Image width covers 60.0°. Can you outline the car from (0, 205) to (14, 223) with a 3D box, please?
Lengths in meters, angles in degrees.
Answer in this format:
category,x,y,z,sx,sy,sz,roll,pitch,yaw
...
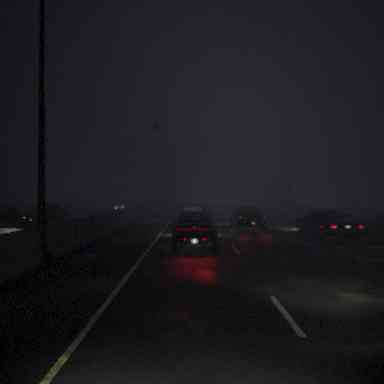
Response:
category,x,y,z,sx,sy,sz,roll,pitch,yaw
car,-14.105,1.657,24.184,1.812,1.442,4.674,0,-1,0

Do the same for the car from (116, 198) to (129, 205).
category,x,y,z,sx,sy,sz,roll,pitch,yaw
car,-14.023,1.956,67.088,1.895,1.301,4.718,0,0,0

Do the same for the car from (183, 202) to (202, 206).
category,x,y,z,sx,sy,sz,roll,pitch,yaw
car,0.089,1.713,34.103,1.812,1.442,4.674,0,0,0

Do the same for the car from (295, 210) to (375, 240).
category,x,y,z,sx,sy,sz,roll,pitch,yaw
car,7.094,1.645,17.640,2.033,1.411,5.357,0,0,0

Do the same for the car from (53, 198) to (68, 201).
category,x,y,z,sx,sy,sz,roll,pitch,yaw
car,-17.585,1.771,44.870,1.812,1.442,4.674,0,0,0

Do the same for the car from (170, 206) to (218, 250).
category,x,y,z,sx,sy,sz,roll,pitch,yaw
car,0.095,1.586,14.782,1.837,1.490,4.892,0,0,0

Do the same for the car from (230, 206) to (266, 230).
category,x,y,z,sx,sy,sz,roll,pitch,yaw
car,3.605,1.646,21.799,1.812,1.442,4.674,0,0,0

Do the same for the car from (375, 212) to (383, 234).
category,x,y,z,sx,sy,sz,roll,pitch,yaw
car,10.595,1.698,17.464,1.895,1.301,4.718,0,0,0

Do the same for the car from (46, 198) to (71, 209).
category,x,y,z,sx,sy,sz,roll,pitch,yaw
car,-21.056,1.765,52.679,1.882,1.535,5.008,0,0,1

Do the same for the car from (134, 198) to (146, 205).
category,x,y,z,sx,sy,sz,roll,pitch,yaw
car,-10.523,1.883,67.080,2.128,1.511,4.902,0,0,0

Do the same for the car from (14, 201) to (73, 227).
category,x,y,z,sx,sy,sz,roll,pitch,yaw
car,-10.606,1.640,24.319,1.837,1.490,4.892,0,-1,0
